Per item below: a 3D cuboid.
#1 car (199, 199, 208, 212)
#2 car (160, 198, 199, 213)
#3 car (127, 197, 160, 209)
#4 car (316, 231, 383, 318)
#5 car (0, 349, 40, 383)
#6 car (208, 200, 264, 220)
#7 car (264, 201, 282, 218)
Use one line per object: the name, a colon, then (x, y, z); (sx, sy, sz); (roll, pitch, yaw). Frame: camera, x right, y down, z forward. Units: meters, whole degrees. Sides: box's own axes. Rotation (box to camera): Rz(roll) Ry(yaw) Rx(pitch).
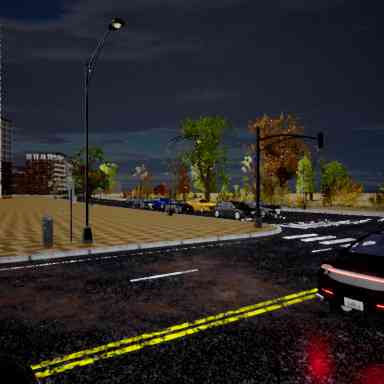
car: (1.052, 1.550, 39.746); (1.882, 1.535, 5.008); (0, 0, -32)
car: (-1.478, 1.648, 37.650); (1.994, 1.385, 4.181); (0, 0, -32)
car: (-6.805, 1.597, 46.431); (2.128, 1.511, 4.902); (0, 0, -31)
car: (4.466, 1.491, 6.432); (4.902, 1.511, 2.128); (0, 0, -34)
car: (-3.116, 1.492, 1.186); (4.902, 1.511, 2.128); (0, 0, -36)
car: (3.740, 1.564, 29.219); (1.837, 1.490, 4.892); (0, 0, -32)
car: (6.286, 1.540, 31.280); (2.128, 1.511, 4.902); (0, 0, -32)
